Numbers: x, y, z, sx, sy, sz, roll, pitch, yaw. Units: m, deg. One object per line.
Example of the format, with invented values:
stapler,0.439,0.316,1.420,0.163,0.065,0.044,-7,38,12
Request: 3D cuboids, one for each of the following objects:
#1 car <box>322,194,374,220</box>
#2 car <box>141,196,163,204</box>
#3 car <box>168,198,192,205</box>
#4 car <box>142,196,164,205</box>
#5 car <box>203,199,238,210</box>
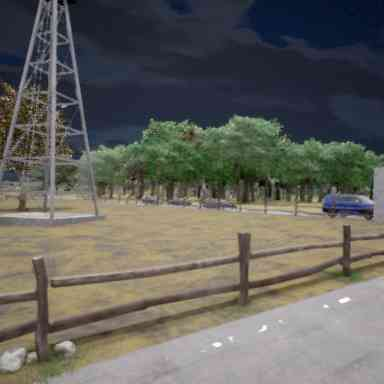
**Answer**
car,14.166,1.256,28.953,2.150,2.045,5.566,2,-1,-35
car,-7.917,1.572,64.770,2.128,1.511,4.902,2,-1,-36
car,-2.059,1.646,56.659,2.033,1.411,5.357,2,-1,-35
car,-6.763,1.547,58.426,2.128,1.511,4.902,2,-1,-36
car,3.635,1.576,43.710,2.033,1.411,5.357,2,-1,-36
